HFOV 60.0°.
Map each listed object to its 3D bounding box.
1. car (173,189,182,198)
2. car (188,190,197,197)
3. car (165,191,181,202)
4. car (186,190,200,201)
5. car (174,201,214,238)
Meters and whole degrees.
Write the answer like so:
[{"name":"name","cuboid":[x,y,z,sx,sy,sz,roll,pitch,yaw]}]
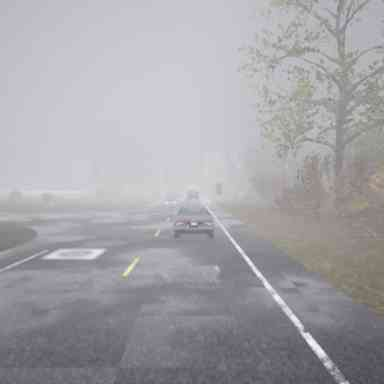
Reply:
[{"name":"car","cuboid":[-3.437,0.397,73.744,2.150,2.045,5.566,0,1,0]},{"name":"car","cuboid":[0.072,0.387,84.828,2.097,1.767,4.553,0,1,0]},{"name":"car","cuboid":[-3.484,0.921,57.128,2.033,1.411,5.357,0,1,1]},{"name":"car","cuboid":[0.149,0.584,58.240,2.150,2.045,5.566,0,1,0]},{"name":"car","cuboid":[0.099,1.377,16.641,2.033,1.411,5.357,0,1,0]}]
